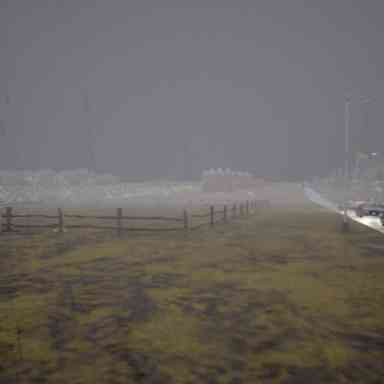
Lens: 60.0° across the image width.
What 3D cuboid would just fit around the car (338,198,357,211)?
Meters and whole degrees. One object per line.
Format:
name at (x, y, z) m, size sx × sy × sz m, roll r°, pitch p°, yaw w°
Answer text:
car at (20.927, 1.795, 44.906) m, size 1.812 × 1.442 × 4.674 m, roll 1°, pitch -1°, yaw 18°

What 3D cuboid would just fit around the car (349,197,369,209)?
car at (26.531, 1.780, 53.085) m, size 2.097 × 1.767 × 4.553 m, roll 1°, pitch 0°, yaw 18°

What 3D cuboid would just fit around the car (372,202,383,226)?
car at (13.098, 1.584, 20.657) m, size 2.033 × 1.411 × 5.357 m, roll 1°, pitch 0°, yaw 17°

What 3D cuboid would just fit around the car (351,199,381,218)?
car at (16.301, 1.675, 30.648) m, size 1.994 × 1.385 × 4.181 m, roll 1°, pitch 0°, yaw 18°
